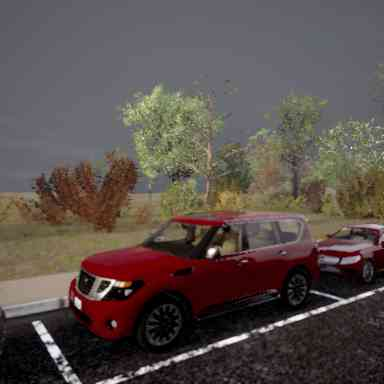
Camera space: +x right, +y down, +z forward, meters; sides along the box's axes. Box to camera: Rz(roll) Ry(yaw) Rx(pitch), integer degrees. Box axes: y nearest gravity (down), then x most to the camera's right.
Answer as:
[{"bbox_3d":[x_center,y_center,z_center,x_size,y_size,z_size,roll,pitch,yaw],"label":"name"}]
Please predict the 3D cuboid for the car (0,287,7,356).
[{"bbox_3d":[-4.232,1.544,3.077,4.403,1.369,2.008,0,0,-35],"label":"car"}]

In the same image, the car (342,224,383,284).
[{"bbox_3d":[4.989,1.618,9.621,4.206,1.307,1.802,0,0,-35],"label":"car"}]

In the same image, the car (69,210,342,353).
[{"bbox_3d":[0.380,1.330,6.347,5.009,1.841,2.192,0,0,-35],"label":"car"}]
